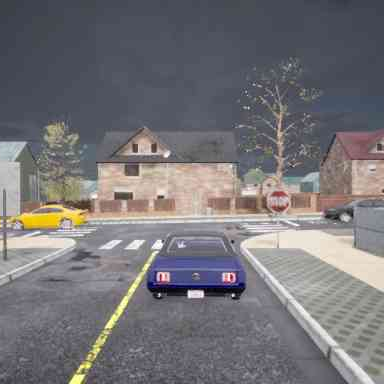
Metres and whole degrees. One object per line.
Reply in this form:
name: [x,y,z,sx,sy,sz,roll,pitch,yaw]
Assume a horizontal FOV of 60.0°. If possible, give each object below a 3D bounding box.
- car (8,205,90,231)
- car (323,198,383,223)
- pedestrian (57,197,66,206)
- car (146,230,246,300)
car: [-9.290,1.629,21.656,5.008,1.535,1.882,-1,1,0]
car: [11.166,1.146,21.675,5.008,1.535,1.882,-1,1,0]
pedestrian: [-9.641,1.258,24.560,0.375,1.860,0.375,0,2,0]
car: [0.144,1.600,8.372,1.895,1.301,4.718,0,0,2]
